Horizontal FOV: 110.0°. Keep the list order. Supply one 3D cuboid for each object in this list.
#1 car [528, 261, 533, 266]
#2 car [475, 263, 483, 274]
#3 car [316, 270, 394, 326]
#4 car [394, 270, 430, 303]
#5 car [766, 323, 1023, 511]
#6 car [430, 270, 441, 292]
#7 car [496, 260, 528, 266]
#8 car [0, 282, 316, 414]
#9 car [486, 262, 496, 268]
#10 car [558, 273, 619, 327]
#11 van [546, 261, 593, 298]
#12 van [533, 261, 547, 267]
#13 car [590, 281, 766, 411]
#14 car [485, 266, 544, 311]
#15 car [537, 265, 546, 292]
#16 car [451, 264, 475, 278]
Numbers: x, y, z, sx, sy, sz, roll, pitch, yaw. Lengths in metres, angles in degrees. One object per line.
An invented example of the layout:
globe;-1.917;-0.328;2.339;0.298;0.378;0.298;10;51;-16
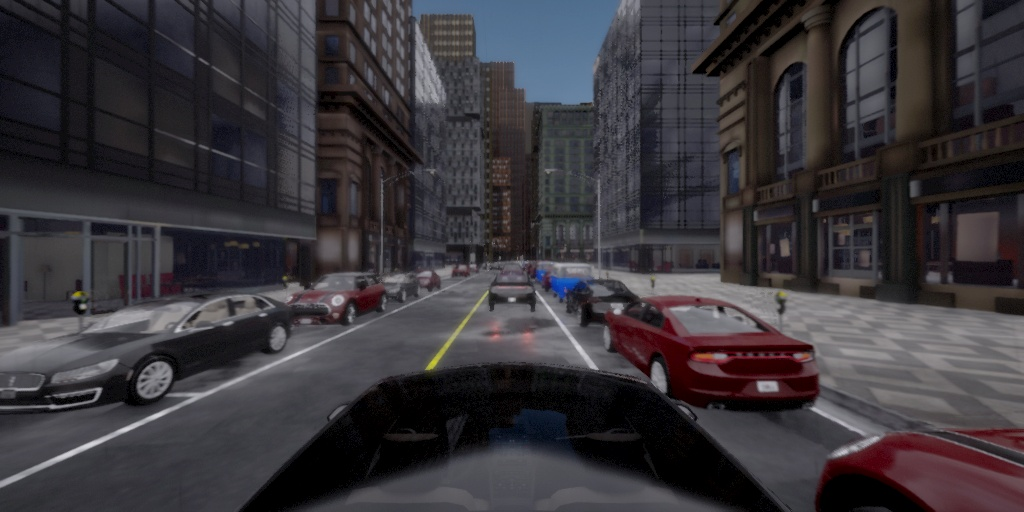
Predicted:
car;2.857;1.399;34.462;2.192;1.841;5.009;0;0;0
car;-5.667;1.831;51.407;1.802;1.307;4.207;0;0;0
car;-5.669;1.293;11.866;1.967;1.591;4.097;0;0;0
car;-5.669;1.461;17.514;2.007;1.370;4.403;0;0;0
car;2.856;1.178;0.572;1.967;1.591;4.097;0;0;0
car;-5.669;1.551;23.162;1.802;1.307;4.207;0;0;0
car;0.019;1.393;30.260;2.097;1.767;4.553;0;-1;0
car;-5.669;1.346;6.217;2.007;1.370;4.403;0;0;0
car;-3.052;1.856;62.717;1.837;1.490;4.892;0;0;1
car;2.856;1.419;11.869;1.948;1.339;4.313;0;0;0
van;2.856;1.252;17.517;1.690;1.789;3.998;0;0;0
van;2.857;1.367;28.813;1.690;1.789;3.998;0;0;0
car;2.856;1.341;6.220;1.888;1.381;4.507;0;0;0
car;0.019;1.382;15.348;2.128;1.511;4.902;0;0;0
car;2.856;1.514;23.165;1.888;1.381;4.507;0;0;0
car;-5.668;1.685;40.109;1.888;1.381;4.507;0;0;0
